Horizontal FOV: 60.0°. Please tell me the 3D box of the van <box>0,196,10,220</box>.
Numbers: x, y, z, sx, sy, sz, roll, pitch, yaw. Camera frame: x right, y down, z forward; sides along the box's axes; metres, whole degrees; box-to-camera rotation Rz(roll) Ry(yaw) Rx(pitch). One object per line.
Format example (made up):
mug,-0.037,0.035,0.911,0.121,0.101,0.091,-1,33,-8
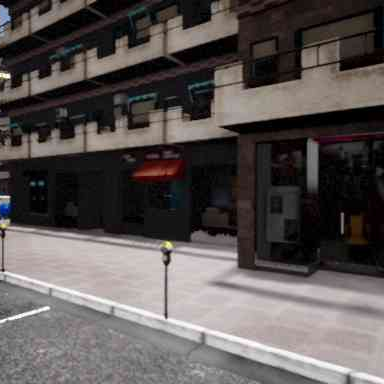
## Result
van,-13.494,1.169,26.089,1.690,1.788,3.998,1,1,35
